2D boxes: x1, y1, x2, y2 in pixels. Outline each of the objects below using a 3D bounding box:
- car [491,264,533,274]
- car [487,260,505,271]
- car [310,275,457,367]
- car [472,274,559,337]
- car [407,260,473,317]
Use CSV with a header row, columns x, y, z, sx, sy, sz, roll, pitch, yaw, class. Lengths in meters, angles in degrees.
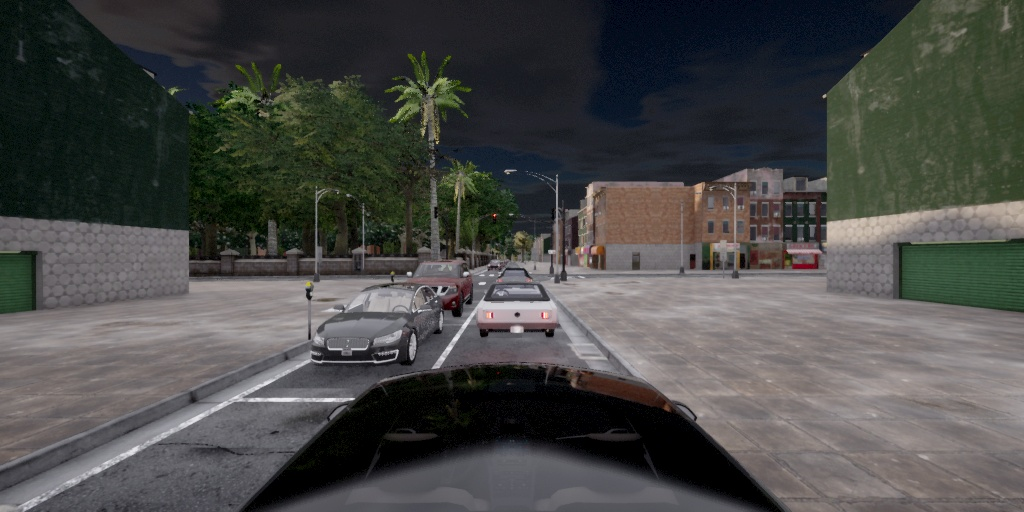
x,y,z,sx,sy,sz,roll,pitch,yaw,class
0.163,1.324,19.396,1.994,1.385,4.181,0,0,2,car
-2.480,1.292,51.493,1.967,1.591,4.097,0,0,0,car
-2.619,1.301,7.883,2.007,1.370,4.403,0,0,0,car
0.126,1.352,10.224,1.895,1.301,4.718,0,0,0,car
-2.602,1.068,13.346,2.192,1.841,5.009,0,0,0,car
